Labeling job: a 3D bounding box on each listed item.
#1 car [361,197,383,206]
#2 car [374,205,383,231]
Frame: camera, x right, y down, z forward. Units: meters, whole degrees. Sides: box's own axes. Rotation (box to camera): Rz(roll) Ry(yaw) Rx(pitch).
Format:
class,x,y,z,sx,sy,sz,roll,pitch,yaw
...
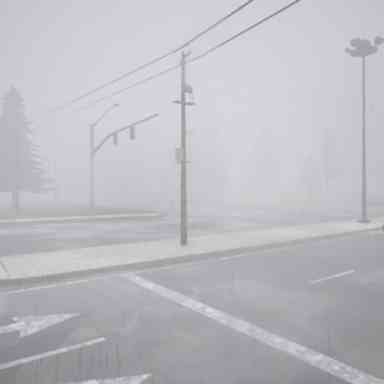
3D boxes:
class,x,y,z,sx,sy,sz,roll,pitch,yaw
car,25.602,1.408,46.400,4.718,1.301,1.895,0,0,-35
car,11.540,1.470,16.707,5.357,1.411,2.033,0,0,-38
